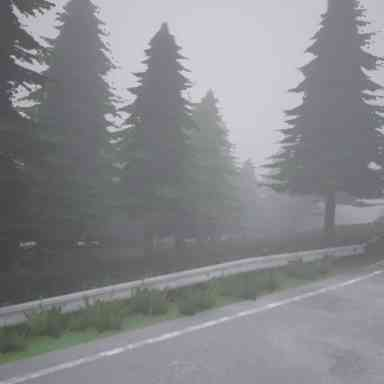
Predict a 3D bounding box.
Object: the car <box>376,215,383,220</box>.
[{"bbox_3d":[18.716,2.943,31.198,1.837,1.490,4.892,4,-6,9],"label":"car"}]
